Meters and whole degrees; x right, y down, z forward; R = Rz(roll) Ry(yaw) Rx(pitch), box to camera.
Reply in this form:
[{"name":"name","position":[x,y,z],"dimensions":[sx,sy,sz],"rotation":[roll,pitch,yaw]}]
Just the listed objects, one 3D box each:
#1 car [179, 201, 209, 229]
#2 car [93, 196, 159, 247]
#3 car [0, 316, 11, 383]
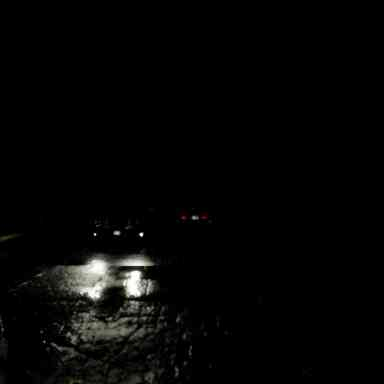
[{"name":"car","position":[0.123,1.554,21.919],"dimensions":[2.033,1.411,5.357],"rotation":[0,0,0]},{"name":"car","position":[-2.832,1.227,15.482],"dimensions":[2.150,2.045,5.566],"rotation":[0,0,1]},{"name":"car","position":[-2.840,1.351,1.377],"dimensions":[2.097,1.767,4.553],"rotation":[0,0,0]}]
